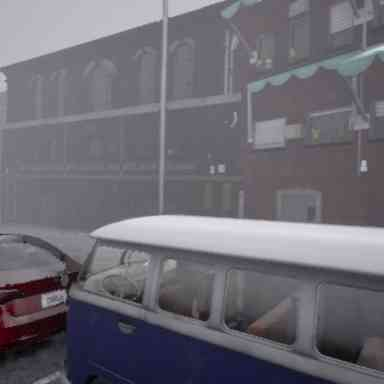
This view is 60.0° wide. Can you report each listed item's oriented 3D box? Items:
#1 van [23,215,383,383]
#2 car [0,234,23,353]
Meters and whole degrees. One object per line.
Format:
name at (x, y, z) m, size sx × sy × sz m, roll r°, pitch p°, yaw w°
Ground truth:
van at (0.695, 1.249, 2.781) m, size 4.442 × 1.987 × 1.878 m, roll 0°, pitch 0°, yaw 36°
car at (-3.804, 1.492, 5.875) m, size 4.792 × 1.488 × 2.163 m, roll 0°, pitch 0°, yaw 35°
